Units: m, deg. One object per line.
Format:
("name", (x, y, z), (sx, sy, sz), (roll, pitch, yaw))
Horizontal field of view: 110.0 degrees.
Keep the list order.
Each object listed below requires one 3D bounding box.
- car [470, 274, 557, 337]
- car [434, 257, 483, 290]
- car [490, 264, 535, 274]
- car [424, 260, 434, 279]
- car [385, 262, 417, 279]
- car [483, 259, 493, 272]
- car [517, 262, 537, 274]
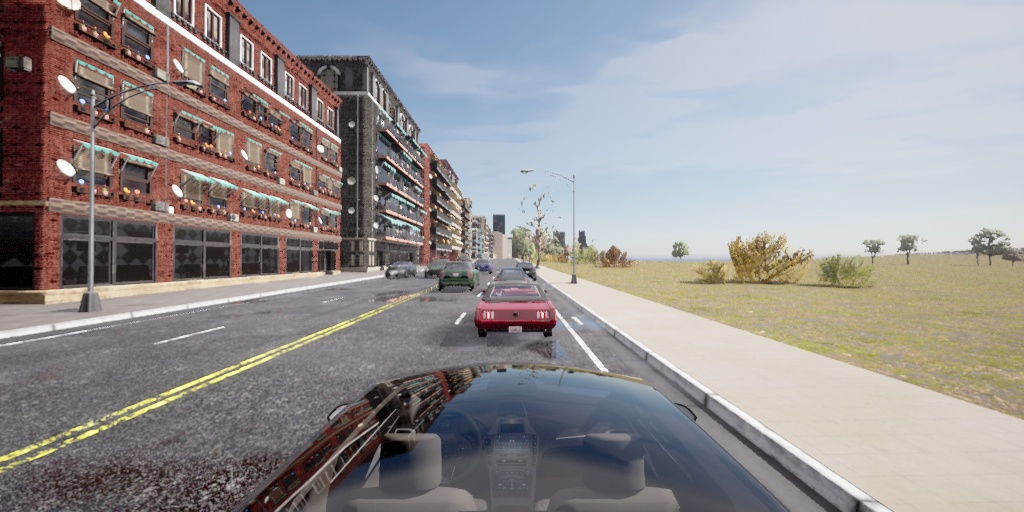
("car", (0.074, 1.360, 10.260), (1.895, 1.301, 4.718), (0, 0, 0))
("car", (-3.217, 1.124, 22.627), (2.097, 1.767, 4.553), (0, 0, 0))
("car", (0.033, 1.333, 20.291), (1.994, 1.385, 4.181), (0, 0, 0))
("car", (-6.701, 1.133, 33.228), (2.097, 1.767, 4.553), (0, 0, 0))
("car", (-9.948, 1.272, 32.407), (2.128, 1.511, 4.902), (0, 0, 0))
("car", (-3.274, 1.141, 41.859), (2.097, 1.767, 4.553), (0, 0, 0))
("car", (1.047, 1.284, 30.285), (1.837, 1.490, 4.892), (0, 0, 0))
